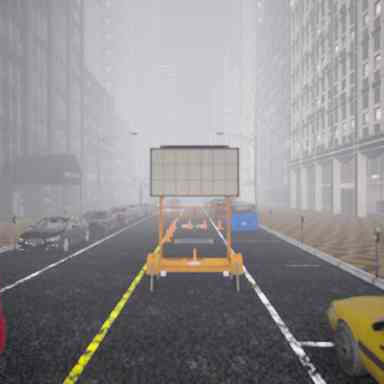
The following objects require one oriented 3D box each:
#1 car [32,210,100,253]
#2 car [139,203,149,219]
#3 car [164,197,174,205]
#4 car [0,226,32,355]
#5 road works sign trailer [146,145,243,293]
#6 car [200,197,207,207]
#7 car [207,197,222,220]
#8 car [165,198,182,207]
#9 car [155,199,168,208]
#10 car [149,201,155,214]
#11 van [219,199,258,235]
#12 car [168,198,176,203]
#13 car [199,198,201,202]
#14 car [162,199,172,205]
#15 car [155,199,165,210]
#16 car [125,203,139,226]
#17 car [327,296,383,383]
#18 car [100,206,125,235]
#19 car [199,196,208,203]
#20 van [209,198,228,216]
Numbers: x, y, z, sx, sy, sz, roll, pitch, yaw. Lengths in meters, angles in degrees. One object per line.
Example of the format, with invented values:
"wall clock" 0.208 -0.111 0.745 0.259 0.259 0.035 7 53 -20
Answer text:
"car" -5.619 1.668 14.029 2.008 1.369 4.403 -1 0 0
"car" -5.536 1.799 31.079 2.008 1.369 4.403 -1 0 0
"car" -5.314 2.036 76.547 1.967 1.590 4.097 -1 0 0
"car" -3.086 1.237 1.314 2.150 2.045 5.566 0 0 0
"road works sign trailer" 0.073 0.535 9.065 2.380 3.560 2.880 0 0 0
"car" 2.984 2.004 59.455 2.008 1.369 4.403 -1 0 0
"car" 2.843 1.550 31.040 2.192 1.841 5.009 -1 0 0
"car" -2.772 1.765 53.152 2.097 1.767 4.553 0 0 1
"car" -5.396 2.017 59.496 2.008 1.369 4.403 -1 0 0
"car" -5.507 1.874 36.762 1.802 1.307 4.206 -1 0 0
"van" 2.788 1.489 19.673 1.690 1.788 3.998 -1 0 0
"car" -5.258 2.206 87.744 1.752 1.417 4.829 -1 0 0
"car" 3.093 1.941 82.191 2.192 1.841 5.009 -1 0 0
"car" -5.340 2.135 70.862 1.802 1.307 4.206 -1 0 0
"car" -5.452 1.930 48.129 2.008 1.369 4.403 -1 0 0
"car" -5.563 1.750 25.396 1.887 1.381 4.507 -1 0 0
"car" 2.707 1.544 2.791 1.752 1.417 4.829 -1 0 0
"car" -5.590 1.727 19.712 1.947 1.339 4.313 -1 0 0
"car" 3.121 1.984 87.875 2.192 1.841 5.009 -1 0 0
"van" 2.871 1.620 36.723 1.690 1.788 3.998 -1 0 0
